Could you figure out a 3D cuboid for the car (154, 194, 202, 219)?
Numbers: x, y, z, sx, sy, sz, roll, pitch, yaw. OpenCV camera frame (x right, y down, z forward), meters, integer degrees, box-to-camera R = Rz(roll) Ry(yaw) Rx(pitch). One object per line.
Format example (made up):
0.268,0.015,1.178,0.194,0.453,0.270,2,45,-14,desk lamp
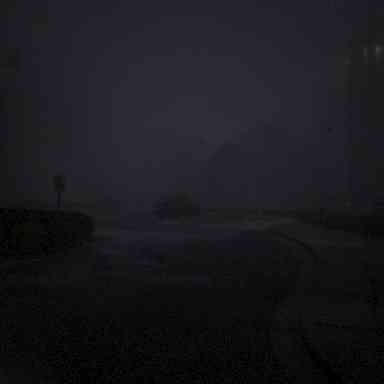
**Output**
-1.120,1.222,27.831,1.932,1.855,4.605,0,0,35,car

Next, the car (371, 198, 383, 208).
17.948,1.338,30.752,2.242,1.667,4.611,0,0,35,car

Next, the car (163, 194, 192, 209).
-1.955,1.173,44.529,1.905,1.878,3.866,0,0,35,car

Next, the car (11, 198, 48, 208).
-19.705,1.435,40.479,1.784,1.438,3.905,0,0,35,car

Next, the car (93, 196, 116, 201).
-13.364,1.369,51.736,1.816,1.474,4.193,0,0,35,car
